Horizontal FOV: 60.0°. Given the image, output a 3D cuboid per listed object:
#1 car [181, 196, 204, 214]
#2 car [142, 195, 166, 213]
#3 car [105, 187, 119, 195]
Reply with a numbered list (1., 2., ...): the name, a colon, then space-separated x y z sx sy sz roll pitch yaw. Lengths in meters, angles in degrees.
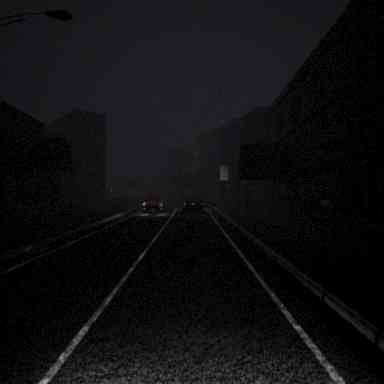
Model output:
1. car: 0.034 1.126 32.963 2.097 1.767 4.553 0 1 -1
2. car: -3.730 1.121 33.208 2.097 1.767 4.553 0 1 -2
3. car: -17.944 -0.331 73.202 2.097 1.767 4.553 3 1 -45
